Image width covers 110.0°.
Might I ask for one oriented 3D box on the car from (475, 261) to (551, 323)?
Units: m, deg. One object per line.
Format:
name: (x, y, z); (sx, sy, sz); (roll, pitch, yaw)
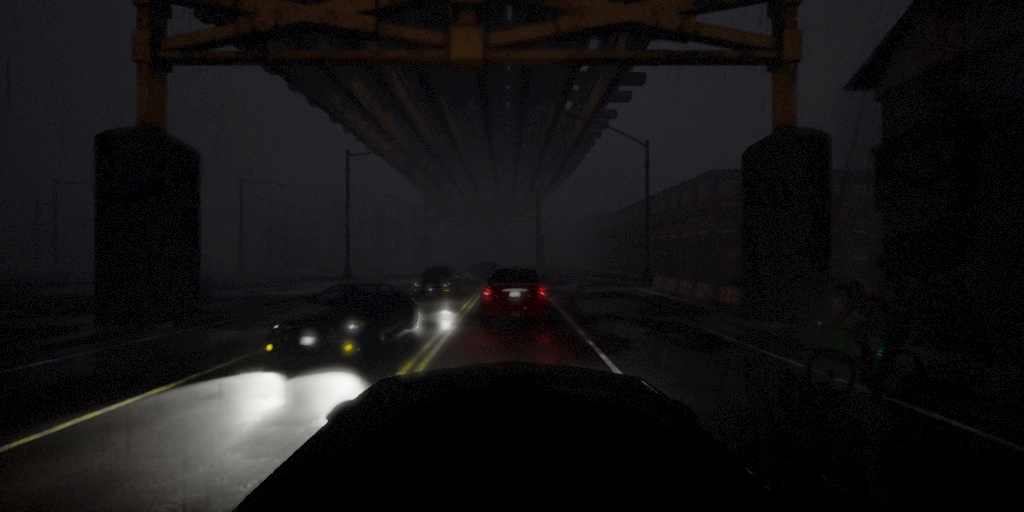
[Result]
car: (0.096, 1.105, 12.244); (2.097, 1.767, 4.553); (0, 0, 0)

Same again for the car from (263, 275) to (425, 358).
car: (-3.608, 1.317, 8.367); (1.994, 1.385, 4.181); (0, 0, 0)

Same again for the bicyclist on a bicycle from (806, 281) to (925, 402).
bicyclist on a bicycle: (4.901, 1.172, 4.971); (1.656, 1.620, 0.582); (0, 0, 0)

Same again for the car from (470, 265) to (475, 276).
car: (-2.603, 1.266, 34.578); (1.837, 1.490, 4.892); (1, 0, -22)

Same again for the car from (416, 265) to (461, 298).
car: (-3.765, 1.261, 18.617); (1.837, 1.490, 4.892); (0, 0, -2)
